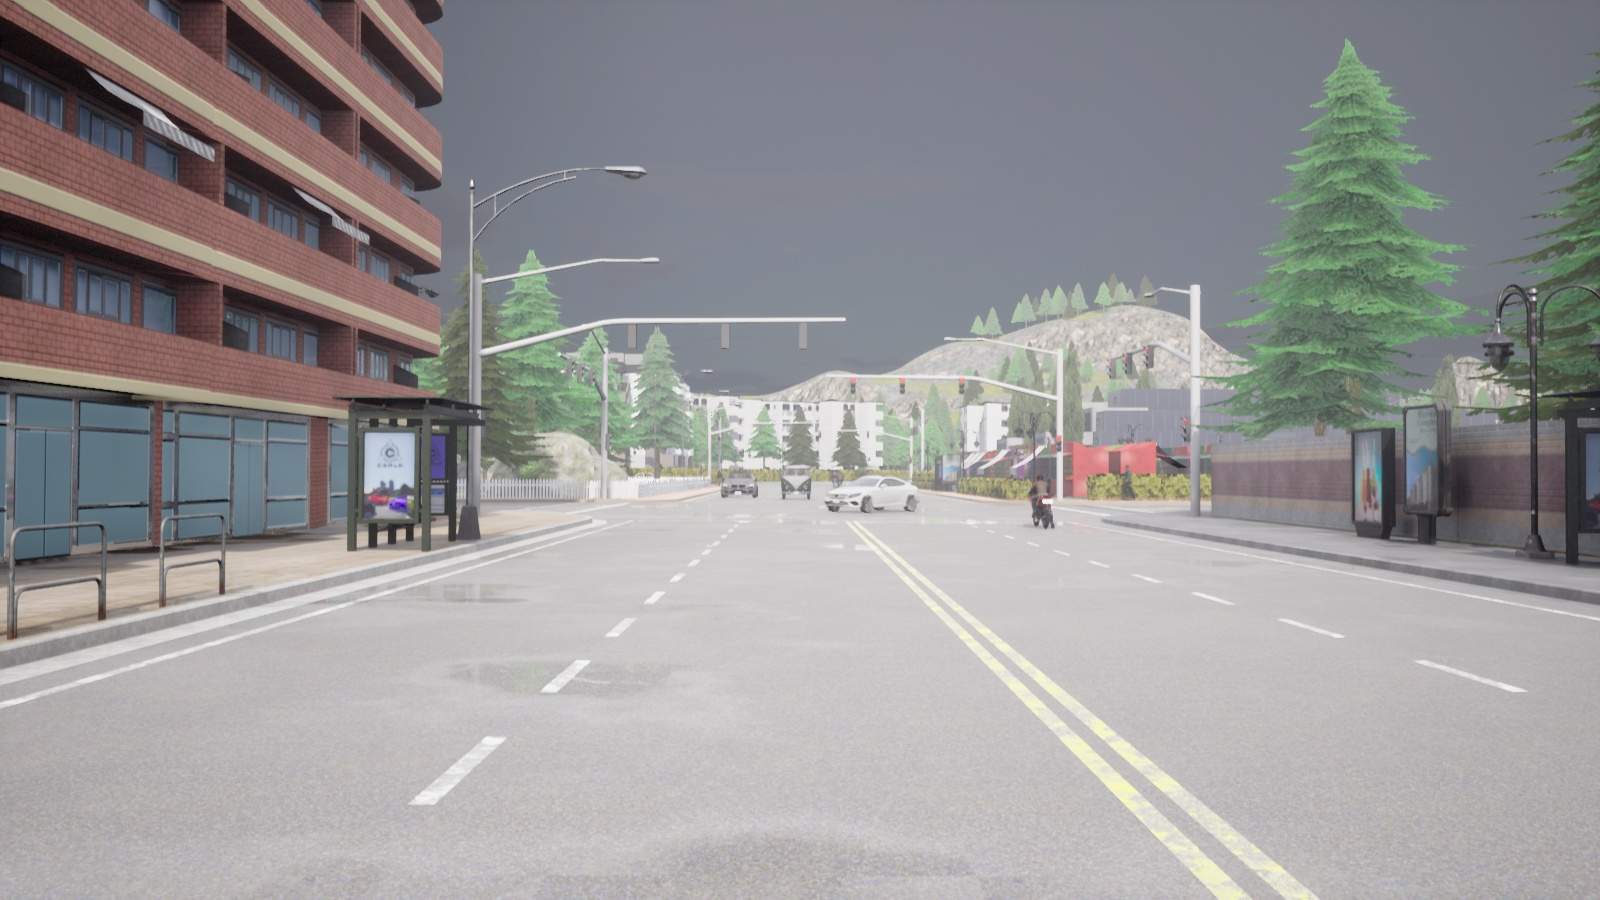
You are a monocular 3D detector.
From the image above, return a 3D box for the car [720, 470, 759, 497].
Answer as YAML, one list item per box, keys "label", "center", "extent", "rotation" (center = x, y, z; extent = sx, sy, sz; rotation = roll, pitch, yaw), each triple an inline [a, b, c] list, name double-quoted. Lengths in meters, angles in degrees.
- label: "car"
  center: [-3.712, 2.057, 77.969]
  extent: [2.242, 1.667, 4.611]
  rotation: [0, -1, 0]

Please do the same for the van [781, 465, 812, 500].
- label: "van"
  center: [-0.200, 1.873, 73.543]
  extent: [1.775, 1.987, 4.442]
  rotation: [0, -1, 0]

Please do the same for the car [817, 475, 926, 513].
- label: "car"
  center: [2.885, 1.697, 49.524]
  extent: [1.812, 1.442, 4.674]
  rotation: [-1, -2, 41]

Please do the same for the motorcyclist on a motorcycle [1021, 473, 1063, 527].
- label: "motorcyclist on a motorcycle"
  center: [6.902, 1.407, 35.922]
  extent: [0.797, 1.523, 2.044]
  rotation: [0, -1, 0]

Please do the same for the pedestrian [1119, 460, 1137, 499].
- label: "pedestrian"
  center: [16.315, 1.457, 62.510]
  extent: [0.788, 1.949, 0.423]
  rotation: [0, -1, 3]
